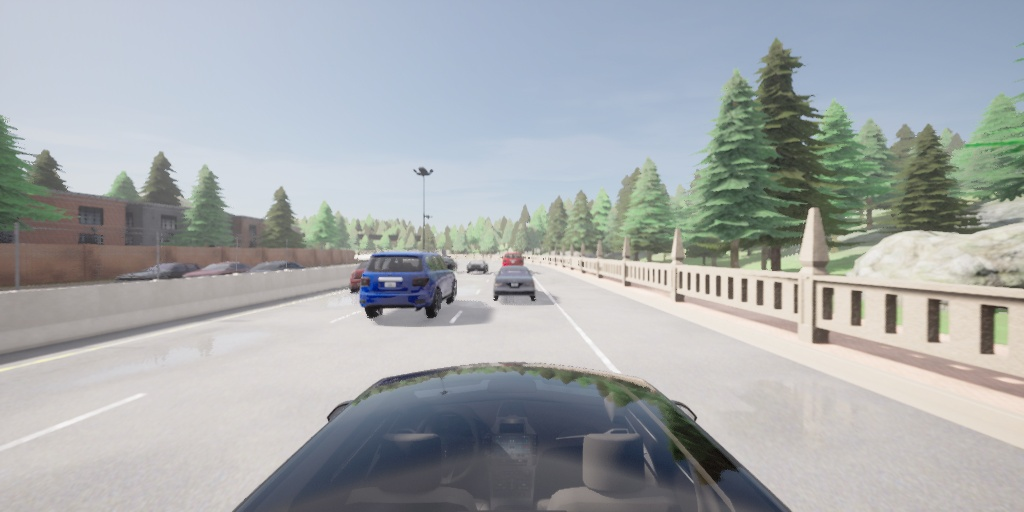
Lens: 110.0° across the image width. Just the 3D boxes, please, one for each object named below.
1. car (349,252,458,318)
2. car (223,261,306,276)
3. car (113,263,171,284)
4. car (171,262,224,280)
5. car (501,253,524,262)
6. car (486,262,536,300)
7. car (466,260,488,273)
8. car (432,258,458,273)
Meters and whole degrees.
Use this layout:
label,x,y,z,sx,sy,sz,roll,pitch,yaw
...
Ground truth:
label,x,y,z,sx,sy,sz,roll,pitch,yaw
car,-3.402,0.876,12.707,2.150,2.045,5.566,0,0,0
car,-14.102,1.086,21.258,1.837,1.490,4.892,0,1,0
car,-21.103,1.120,22.327,2.033,1.411,5.357,0,0,0
car,-17.602,1.101,21.957,1.812,1.442,4.674,0,0,0
car,0.097,0.668,36.886,2.150,2.045,5.566,0,0,0
car,0.098,1.168,16.726,2.033,1.411,5.357,0,0,0
car,-3.404,1.054,36.161,1.895,1.301,4.718,0,0,0
car,-6.906,0.944,37.653,1.837,1.490,4.892,0,0,0
